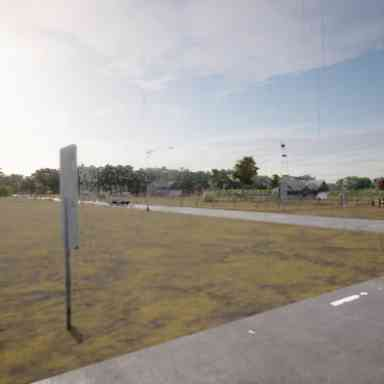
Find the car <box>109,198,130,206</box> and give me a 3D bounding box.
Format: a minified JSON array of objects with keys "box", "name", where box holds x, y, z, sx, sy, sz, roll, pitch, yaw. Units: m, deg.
[{"box":[-11.959,1.579,54.731,1.895,1.301,4.718,-1,1,-35],"name":"car"}]
